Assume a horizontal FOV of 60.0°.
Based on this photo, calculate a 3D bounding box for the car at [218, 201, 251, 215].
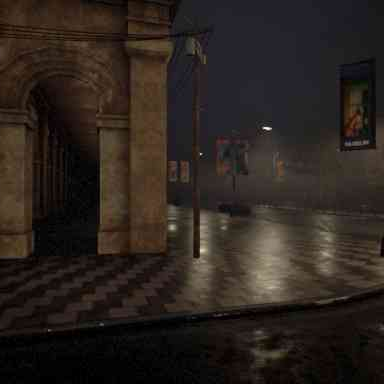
[{"bbox_3d":[4.224,1.595,33.572,1.895,1.301,4.718,0,0,-15],"label":"car"}]
